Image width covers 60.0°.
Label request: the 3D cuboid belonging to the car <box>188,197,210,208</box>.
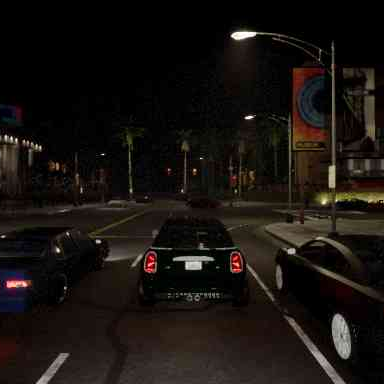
[{"bbox_3d":[0.999,1.505,50.150,1.837,1.490,4.892,-2,0,-18],"label":"car"}]

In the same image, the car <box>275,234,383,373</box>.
[{"bbox_3d":[2.880,1.480,5.816,2.097,1.535,5.008,0,0,-1],"label":"car"}]

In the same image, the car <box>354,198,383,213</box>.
[{"bbox_3d":[20.675,1.564,36.606,4.181,1.385,1.994,0,0,-1],"label":"car"}]

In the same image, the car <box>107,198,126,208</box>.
[{"bbox_3d":[-10.638,1.526,47.545,1.812,1.442,4.674,0,0,1],"label":"car"}]

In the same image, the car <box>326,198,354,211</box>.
[{"bbox_3d":[18.762,1.492,40.093,4.902,1.511,2.128,0,0,0],"label":"car"}]

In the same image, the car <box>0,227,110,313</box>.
[{"bbox_3d":[-3.469,1.547,7.934,2.033,1.411,5.357,0,0,0],"label":"car"}]

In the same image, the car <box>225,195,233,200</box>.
[{"bbox_3d":[8.535,1.540,88.520,5.357,1.411,2.033,0,0,-37],"label":"car"}]

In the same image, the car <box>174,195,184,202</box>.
[{"bbox_3d":[-2.312,1.500,77.342,1.837,1.490,4.892,0,0,33],"label":"car"}]

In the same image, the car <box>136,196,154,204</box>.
[{"bbox_3d":[-8.810,1.547,63.159,2.033,1.411,5.357,0,0,15],"label":"car"}]

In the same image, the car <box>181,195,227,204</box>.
[{"bbox_3d":[1.456,1.478,41.353,5.008,1.535,1.882,0,1,43],"label":"car"}]

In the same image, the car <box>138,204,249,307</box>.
[{"bbox_3d":[0.032,1.352,8.153,2.097,1.767,4.553,0,0,0],"label":"car"}]
